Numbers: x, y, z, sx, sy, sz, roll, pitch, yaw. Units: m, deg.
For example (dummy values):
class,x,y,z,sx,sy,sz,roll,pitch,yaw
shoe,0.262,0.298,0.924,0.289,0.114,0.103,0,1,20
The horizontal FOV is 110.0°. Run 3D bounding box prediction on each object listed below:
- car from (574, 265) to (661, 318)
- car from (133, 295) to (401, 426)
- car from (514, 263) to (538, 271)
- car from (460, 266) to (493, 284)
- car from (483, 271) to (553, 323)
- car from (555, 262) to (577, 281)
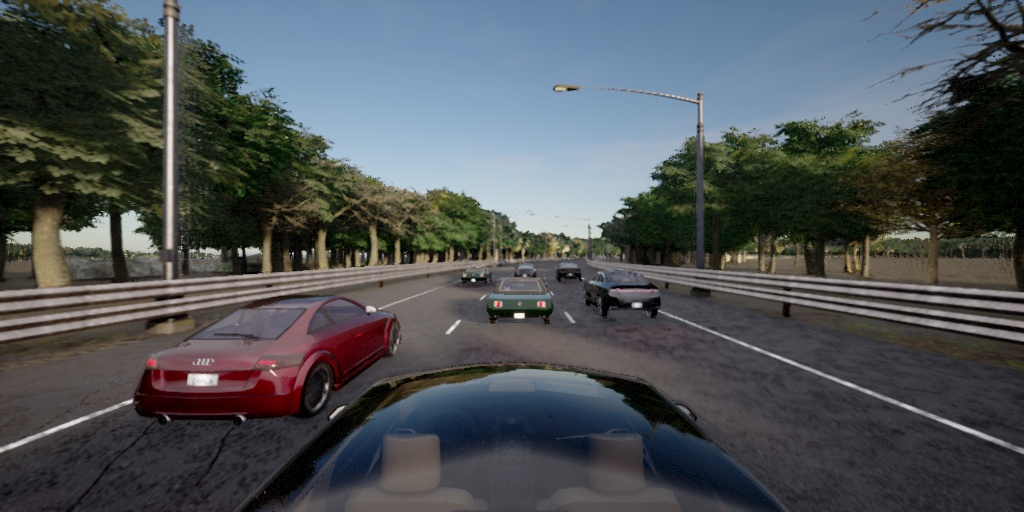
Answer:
class,x,y,z,sx,sy,sz,roll,pitch,yaw
car,3.816,1.269,13.178,2.128,1.511,4.902,0,0,2
car,-3.336,1.319,5.902,1.994,1.385,4.181,0,0,1
car,1.139,1.334,29.752,1.812,1.442,4.674,0,0,4
car,-2.539,1.400,27.174,1.895,1.301,4.718,0,0,4
car,0.275,1.372,12.166,1.895,1.301,4.718,0,0,2
car,4.701,1.291,30.317,1.882,1.535,5.008,0,0,4
